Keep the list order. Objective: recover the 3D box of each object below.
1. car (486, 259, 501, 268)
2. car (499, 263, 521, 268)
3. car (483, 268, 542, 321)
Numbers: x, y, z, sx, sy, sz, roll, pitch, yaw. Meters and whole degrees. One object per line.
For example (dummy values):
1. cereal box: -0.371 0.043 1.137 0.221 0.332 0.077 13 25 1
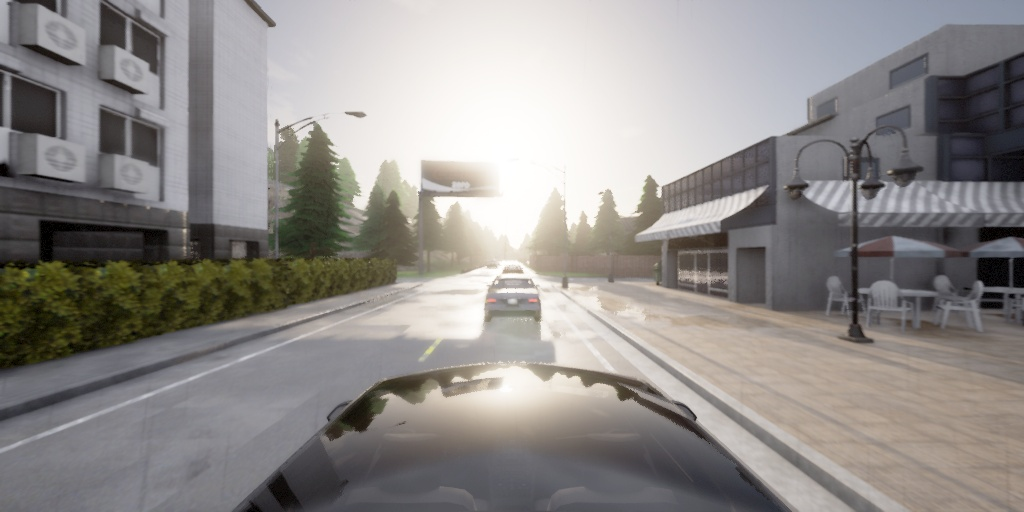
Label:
1. car: -3.534 1.456 64.648 1.837 1.490 4.892 0 0 0
2. car: 0.072 1.470 32.994 1.882 1.535 5.008 0 0 0
3. car: 0.041 1.333 12.596 2.033 1.411 5.357 0 0 1
